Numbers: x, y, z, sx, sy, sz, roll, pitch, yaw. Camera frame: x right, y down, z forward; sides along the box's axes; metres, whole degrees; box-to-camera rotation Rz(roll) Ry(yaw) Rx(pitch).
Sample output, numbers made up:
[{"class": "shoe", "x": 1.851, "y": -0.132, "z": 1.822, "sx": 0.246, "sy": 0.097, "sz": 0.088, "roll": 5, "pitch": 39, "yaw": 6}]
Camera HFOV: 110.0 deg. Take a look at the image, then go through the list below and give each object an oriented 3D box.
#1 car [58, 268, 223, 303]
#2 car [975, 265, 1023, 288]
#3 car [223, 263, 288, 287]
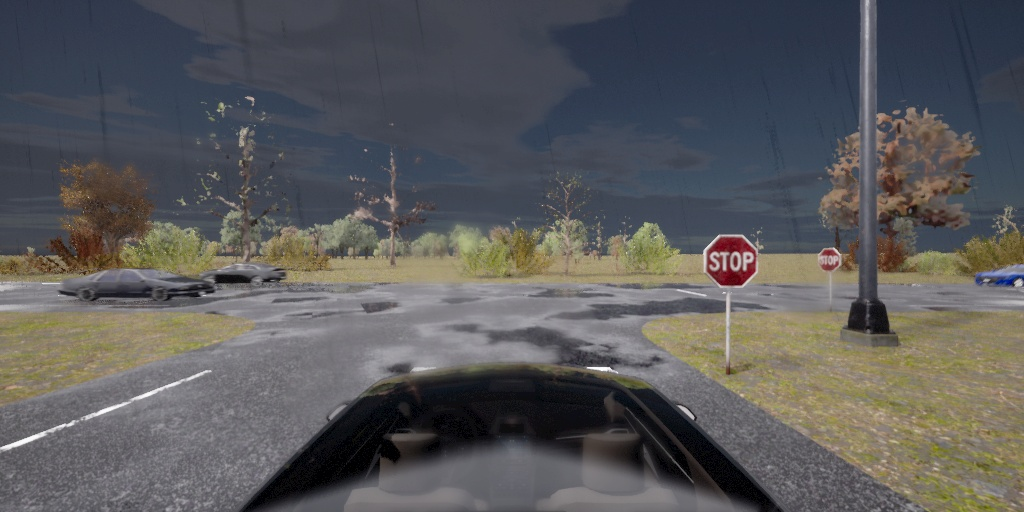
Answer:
[{"class": "car", "x": -16.385, "y": 1.243, "z": 15.808, "sx": 5.357, "sy": 1.411, "sz": 2.033, "roll": 0, "pitch": 0, "yaw": -1}, {"class": "car", "x": 34.445, "y": 1.366, "z": 24.209, "sx": 5.008, "sy": 1.535, "sz": 1.882, "roll": 0, "pitch": 0, "yaw": -2}, {"class": "car", "x": -17.006, "y": 1.175, "z": 22.783, "sx": 4.902, "sy": 1.511, "sz": 2.128, "roll": 0, "pitch": 0, "yaw": -2}]
